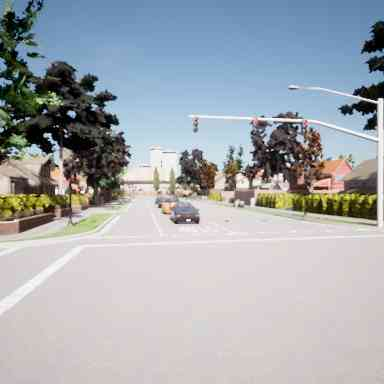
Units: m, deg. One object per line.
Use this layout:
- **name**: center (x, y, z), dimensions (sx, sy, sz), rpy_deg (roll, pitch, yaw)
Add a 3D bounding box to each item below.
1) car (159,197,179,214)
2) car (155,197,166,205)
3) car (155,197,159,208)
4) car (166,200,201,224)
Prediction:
- **car**: center (-2.056, 1.388, 35.261), dimensions (2.097, 1.767, 4.553), rpy_deg (0, 0, -8)
- **car**: center (-5.743, 1.586, 60.407), dimensions (1.812, 1.442, 4.674), rpy_deg (0, 0, -8)
- **car**: center (-3.868, 1.538, 47.463), dimensions (2.128, 1.511, 4.902), rpy_deg (0, 0, -8)
- **car**: center (-0.639, 1.574, 25.737), dimensions (2.033, 1.411, 5.357), rpy_deg (0, 0, -8)
